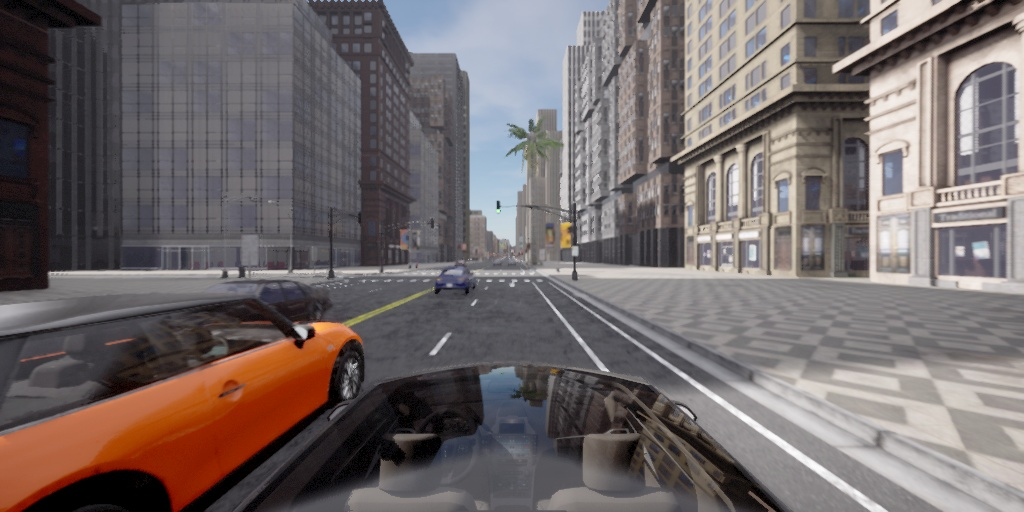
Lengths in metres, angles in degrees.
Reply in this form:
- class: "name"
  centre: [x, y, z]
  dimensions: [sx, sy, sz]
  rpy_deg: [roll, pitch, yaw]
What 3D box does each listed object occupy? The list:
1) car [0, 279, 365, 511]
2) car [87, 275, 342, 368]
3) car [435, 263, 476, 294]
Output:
- class: "car"
  centre: [-3.150, 1.104, 3.314]
  dimensions: [2.097, 1.767, 4.553]
  rpy_deg: [0, 0, 0]
- class: "car"
  centre: [-6.600, 1.312, 9.112]
  dimensions: [2.033, 1.411, 5.357]
  rpy_deg: [0, 0, 0]
- class: "car"
  centre: [-3.156, 1.314, 20.414]
  dimensions: [1.812, 1.442, 4.674]
  rpy_deg: [0, 0, 0]
